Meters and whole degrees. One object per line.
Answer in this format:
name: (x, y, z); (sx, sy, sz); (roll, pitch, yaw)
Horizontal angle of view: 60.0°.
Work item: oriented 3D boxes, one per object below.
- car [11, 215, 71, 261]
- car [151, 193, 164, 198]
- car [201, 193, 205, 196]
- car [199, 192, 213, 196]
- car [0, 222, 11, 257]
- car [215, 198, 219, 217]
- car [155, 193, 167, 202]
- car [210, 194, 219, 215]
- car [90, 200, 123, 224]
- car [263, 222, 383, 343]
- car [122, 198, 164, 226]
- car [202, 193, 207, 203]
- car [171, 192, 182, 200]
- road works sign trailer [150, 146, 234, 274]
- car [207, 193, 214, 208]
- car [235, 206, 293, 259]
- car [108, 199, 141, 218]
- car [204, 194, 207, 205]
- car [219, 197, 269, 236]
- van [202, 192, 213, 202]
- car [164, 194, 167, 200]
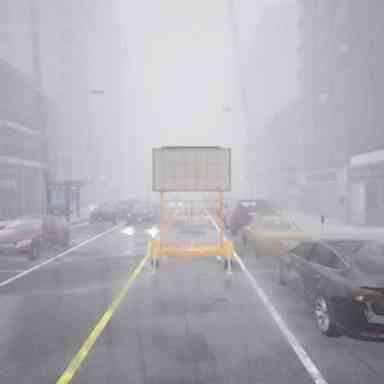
car: (-5.673, 1.494, 11.853); (1.802, 1.307, 4.206); (0, 0, 0)
car: (-5.691, 1.208, 50.528); (1.802, 1.307, 4.206); (0, 0, 0)
car: (2.835, 1.192, 50.539); (1.947, 1.339, 4.313); (0, 0, 0)
car: (2.833, 0.901, 56.061); (2.192, 1.841, 5.009); (0, 0, 0)
car: (-5.670, 1.497, 6.328); (1.887, 1.381, 4.507); (0, 0, 0)
car: (2.848, 1.355, 23.092); (1.752, 1.417, 4.829); (0, 0, 0)
car: (-5.696, 0.985, 61.576); (1.967, 1.590, 4.097); (0, 0, 0)
car: (2.845, 1.230, 28.445); (1.967, 1.590, 4.097); (0, 0, 0)
car: (-5.678, 1.375, 22.903); (1.887, 1.381, 4.507); (0, 0, 0)
car: (2.856, 1.519, 6.352); (1.947, 1.339, 4.313); (0, 0, 0)
car: (-3.120, 1.362, 22.118); (1.812, 1.442, 4.674); (0, 0, 0)
car: (2.838, 1.218, 45.016); (2.008, 1.369, 4.403); (0, 0, 0)
car: (-3.030, 1.185, 65.346); (1.895, 1.301, 4.718); (0, 0, 0)
road works sign trailer: (-0.005, 0.388, 10.246); (2.380, 3.560, 2.880); (0, 0, 0)
car: (2.843, 1.189, 33.968); (1.967, 1.590, 4.097); (0, 0, 0)
car: (2.853, 1.436, 12.045); (1.752, 1.417, 4.829); (0, 0, 0)
car: (-5.681, 1.355, 28.428); (1.947, 1.339, 4.313); (0, 0, 0)
car: (2.840, 1.259, 39.492); (2.008, 1.369, 4.403); (0, 0, 0)
car: (2.851, 1.186, 17.397); (2.192, 1.841, 5.009); (0, 0, 0)
van: (2.830, 0.886, 61.585); (1.690, 1.788, 3.998); (0, 0, 0)
car: (-5.693, 1.151, 56.052); (1.947, 1.339, 4.313); (0, 0, 0)
